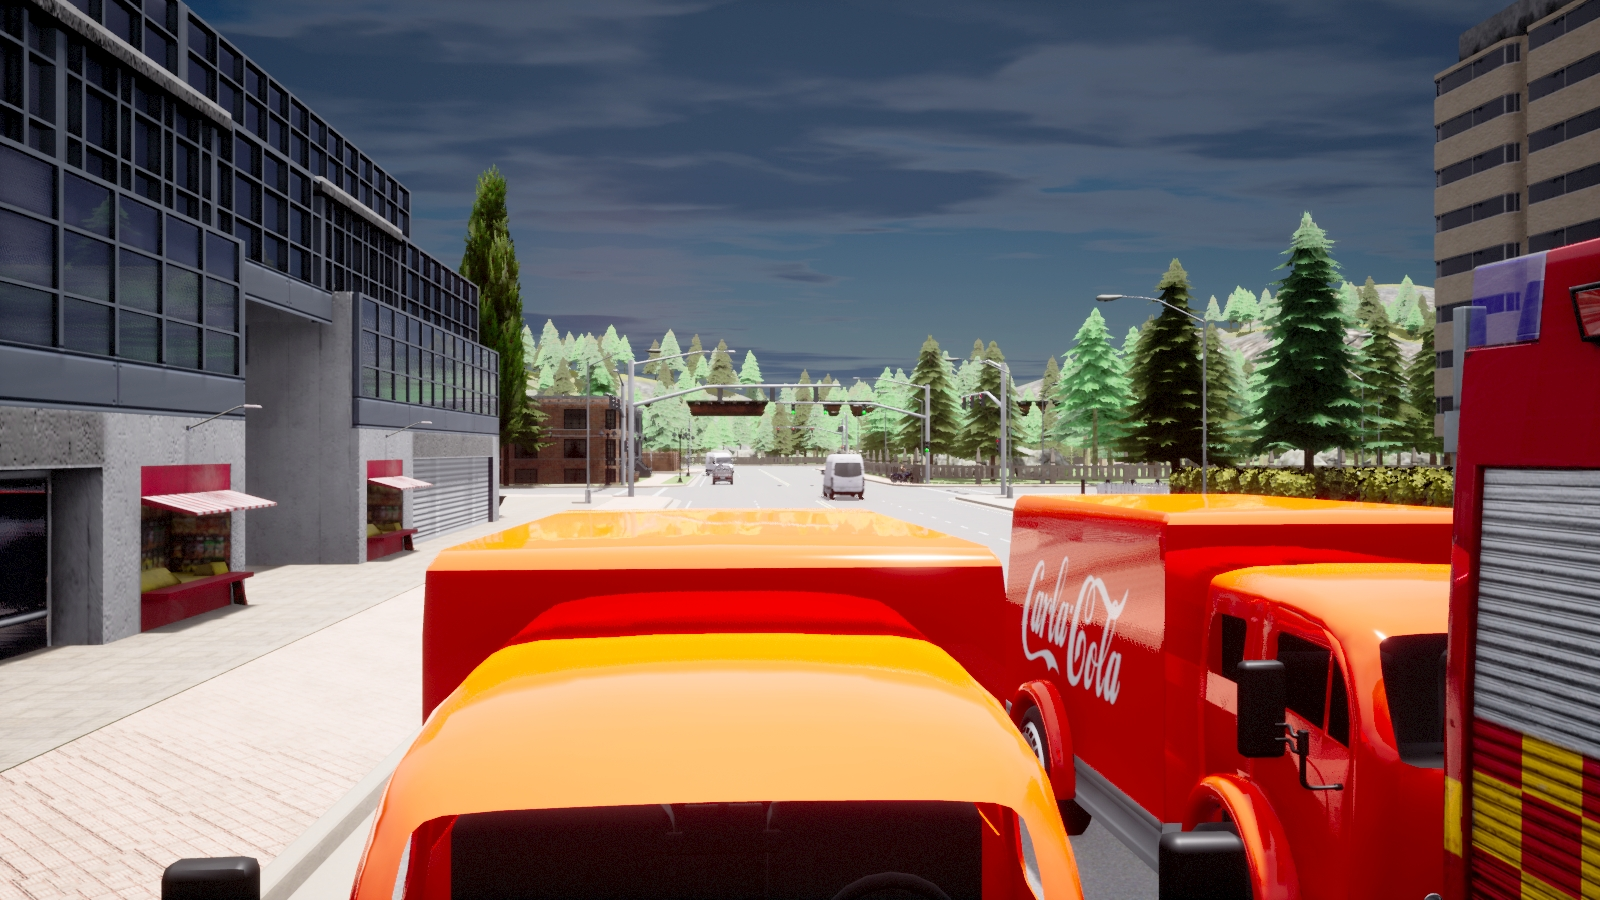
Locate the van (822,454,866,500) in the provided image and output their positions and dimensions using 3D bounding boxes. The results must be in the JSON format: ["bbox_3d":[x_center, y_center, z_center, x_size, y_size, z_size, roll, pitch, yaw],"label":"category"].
[{"bbox_3d":[2.506,1.534,66.874,1.988,2.561,5.915,0,0,-4],"label":"van"}]

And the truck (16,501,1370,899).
[{"bbox_3d":[-0.347,1.568,4.821,2.627,2.467,5.204,0,0,-4],"label":"truck"}]

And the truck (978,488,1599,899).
[{"bbox_3d":[3.003,1.568,7.234,2.627,2.467,5.204,0,0,-4],"label":"truck"}]
